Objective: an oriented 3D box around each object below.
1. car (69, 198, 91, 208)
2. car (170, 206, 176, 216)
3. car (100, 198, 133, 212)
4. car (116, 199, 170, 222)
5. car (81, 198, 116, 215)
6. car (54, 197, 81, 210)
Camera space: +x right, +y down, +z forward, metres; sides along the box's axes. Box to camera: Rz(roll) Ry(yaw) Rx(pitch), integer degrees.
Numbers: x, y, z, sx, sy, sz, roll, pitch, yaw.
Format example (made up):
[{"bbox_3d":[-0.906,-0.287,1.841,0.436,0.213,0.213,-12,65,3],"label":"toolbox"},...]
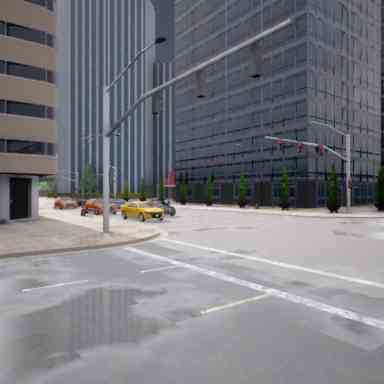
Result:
[{"bbox_3d":[-17.273,1.662,51.057,1.895,1.301,4.718,0,0,-36],"label":"car"},{"bbox_3d":[-3.412,1.565,32.340,1.837,1.490,4.892,0,0,-37],"label":"car"},{"bbox_3d":[-9.191,1.552,40.128,2.128,1.511,4.902,0,0,-37],"label":"car"},{"bbox_3d":[-4.151,1.537,27.466,1.882,1.535,5.008,0,0,-37],"label":"car"},{"bbox_3d":[-9.551,1.412,34.747,2.097,1.767,4.553,0,0,-37],"label":"car"},{"bbox_3d":[-17.043,1.411,44.848,2.097,1.767,4.553,0,0,-36],"label":"car"}]
